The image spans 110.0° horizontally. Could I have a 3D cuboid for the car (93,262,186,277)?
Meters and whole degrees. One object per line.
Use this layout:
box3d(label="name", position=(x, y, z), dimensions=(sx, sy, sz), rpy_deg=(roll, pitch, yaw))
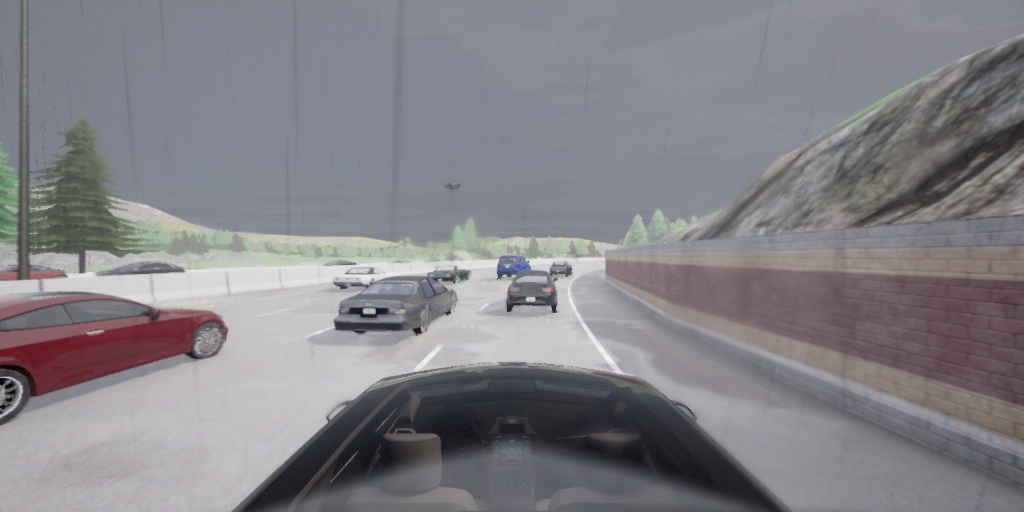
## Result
box3d(label="car", position=(-26.090, 1.170, 25.328), dimensions=(1.837, 1.490, 4.892), rpy_deg=(0, 0, 9))

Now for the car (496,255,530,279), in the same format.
box3d(label="car", position=(0.230, 0.972, 31.670), dimensions=(2.150, 2.045, 5.566), rpy_deg=(0, 0, 13))

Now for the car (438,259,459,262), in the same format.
box3d(label="car", position=(-9.731, 1.319, 59.353), dimensions=(1.895, 1.301, 4.718), rpy_deg=(0, 0, 19))

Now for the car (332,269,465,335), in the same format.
box3d(label="car", position=(-3.020, 1.288, 10.543), dimensions=(2.033, 1.411, 5.357), rpy_deg=(0, 0, 4))

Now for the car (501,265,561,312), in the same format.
box3d(label="car", position=(0.849, 1.279, 14.248), dimensions=(1.812, 1.442, 4.674), rpy_deg=(0, 0, 6))

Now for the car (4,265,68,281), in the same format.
box3d(label="car", position=(-30.131, 1.217, 21.685), dimensions=(1.994, 1.385, 4.181), rpy_deg=(0, 0, 7))

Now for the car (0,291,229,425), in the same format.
box3d(label="car", position=(-6.760, 1.254, 5.375), dimensions=(1.812, 1.442, 4.674), rpy_deg=(0, 0, 2))

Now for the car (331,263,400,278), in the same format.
box3d(label="car", position=(-8.746, 1.323, 22.027), dimensions=(1.895, 1.301, 4.718), rpy_deg=(0, 0, 8))

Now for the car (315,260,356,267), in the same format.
box3d(label="car", position=(-19.511, 1.165, 39.890), dimensions=(1.882, 1.535, 5.008), rpy_deg=(0, 0, 15))

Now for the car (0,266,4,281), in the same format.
box3d(label="car", position=(-20.618, 1.035, 11.434), dimensions=(2.097, 1.767, 4.553), rpy_deg=(0, 0, 4))

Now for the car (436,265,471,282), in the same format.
box3d(label="car", position=(-4.465, 1.336, 26.374), dimensions=(1.895, 1.301, 4.718), rpy_deg=(0, 0, 10))

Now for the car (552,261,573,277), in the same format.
box3d(label="car", position=(4.941, 1.258, 35.855), dimensions=(2.128, 1.511, 4.902), rpy_deg=(0, 0, 15))
